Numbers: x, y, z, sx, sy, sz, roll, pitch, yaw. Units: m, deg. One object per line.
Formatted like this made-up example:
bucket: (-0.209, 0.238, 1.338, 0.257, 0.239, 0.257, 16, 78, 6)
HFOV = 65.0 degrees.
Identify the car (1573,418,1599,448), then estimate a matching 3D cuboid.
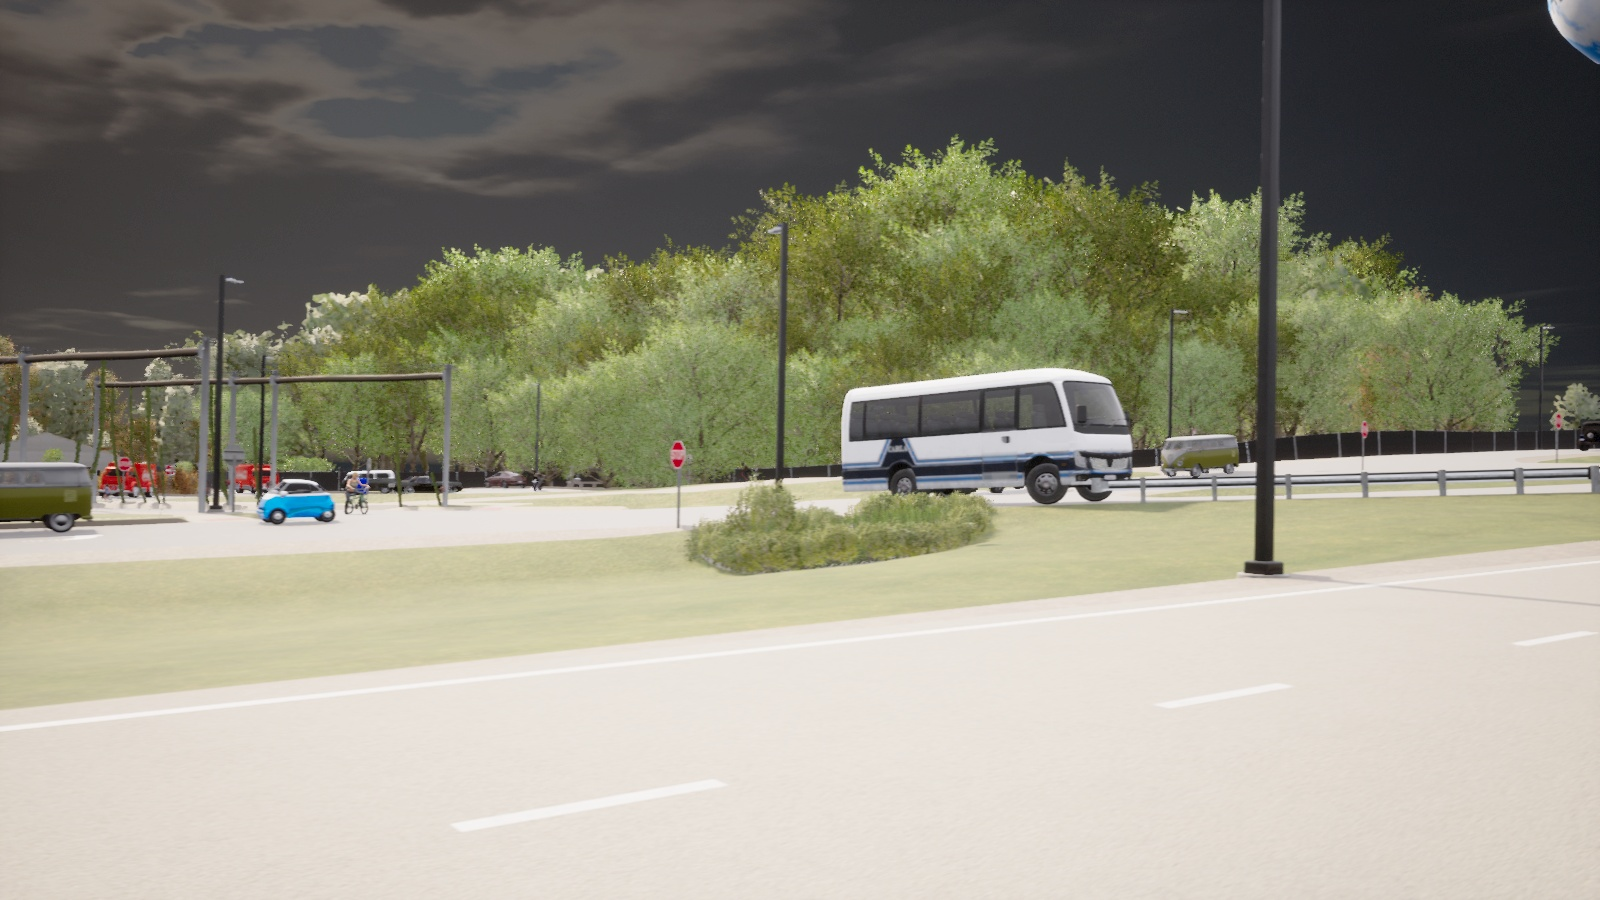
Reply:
car: (51.022, -1.113, 79.492, 3.866, 1.878, 1.905, -1, 1, -28)

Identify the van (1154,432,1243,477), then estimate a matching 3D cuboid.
van: (19.730, 0.202, 62.071, 4.442, 1.987, 1.775, -4, 2, -34)

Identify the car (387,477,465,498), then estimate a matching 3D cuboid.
car: (-25.177, 2.509, 84.535, 4.718, 1.301, 1.895, 0, -1, -33)

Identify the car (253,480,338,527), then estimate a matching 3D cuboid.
car: (-15.824, 1.666, 39.417, 2.207, 1.376, 1.481, 0, 0, -34)

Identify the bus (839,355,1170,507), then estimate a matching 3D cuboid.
bus: (6.399, -0.379, 41.299, 3.944, 4.253, 10.273, 0, -3, -44)

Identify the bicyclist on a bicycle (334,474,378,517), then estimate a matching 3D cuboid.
bicyclist on a bicycle: (-16.961, 1.731, 47.979, 1.509, 1.612, 0.866, -2, -2, 36)

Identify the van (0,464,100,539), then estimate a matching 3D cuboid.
van: (-22.148, 1.423, 34.962, 4.442, 1.987, 1.775, -1, 0, -36)
